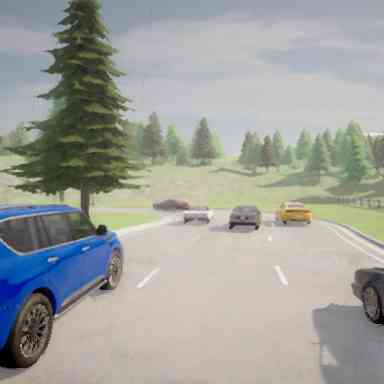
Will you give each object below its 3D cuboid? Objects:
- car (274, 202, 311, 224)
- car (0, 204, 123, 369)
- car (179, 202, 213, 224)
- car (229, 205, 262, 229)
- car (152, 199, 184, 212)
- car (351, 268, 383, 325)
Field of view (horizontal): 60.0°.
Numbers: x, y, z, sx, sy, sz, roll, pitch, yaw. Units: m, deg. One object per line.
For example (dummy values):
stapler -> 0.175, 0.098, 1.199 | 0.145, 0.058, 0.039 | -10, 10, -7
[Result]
car -> 7.468, 1.516, 24.978 | 1.882, 1.535, 5.008 | 1, 0, 5
car -> -2.946, 1.215, 5.920 | 2.150, 2.045, 5.566 | 0, 0, 5
car -> 0.521, 1.617, 25.156 | 1.895, 1.301, 4.718 | 0, 0, 7
car -> 3.543, 1.571, 21.793 | 2.033, 1.411, 5.357 | 0, 0, 13
car -> -2.517, 1.539, 38.670 | 4.674, 1.442, 1.812 | 0, 0, 38
car -> 3.863, 1.562, 4.021 | 2.033, 1.411, 5.357 | 0, 0, 4
